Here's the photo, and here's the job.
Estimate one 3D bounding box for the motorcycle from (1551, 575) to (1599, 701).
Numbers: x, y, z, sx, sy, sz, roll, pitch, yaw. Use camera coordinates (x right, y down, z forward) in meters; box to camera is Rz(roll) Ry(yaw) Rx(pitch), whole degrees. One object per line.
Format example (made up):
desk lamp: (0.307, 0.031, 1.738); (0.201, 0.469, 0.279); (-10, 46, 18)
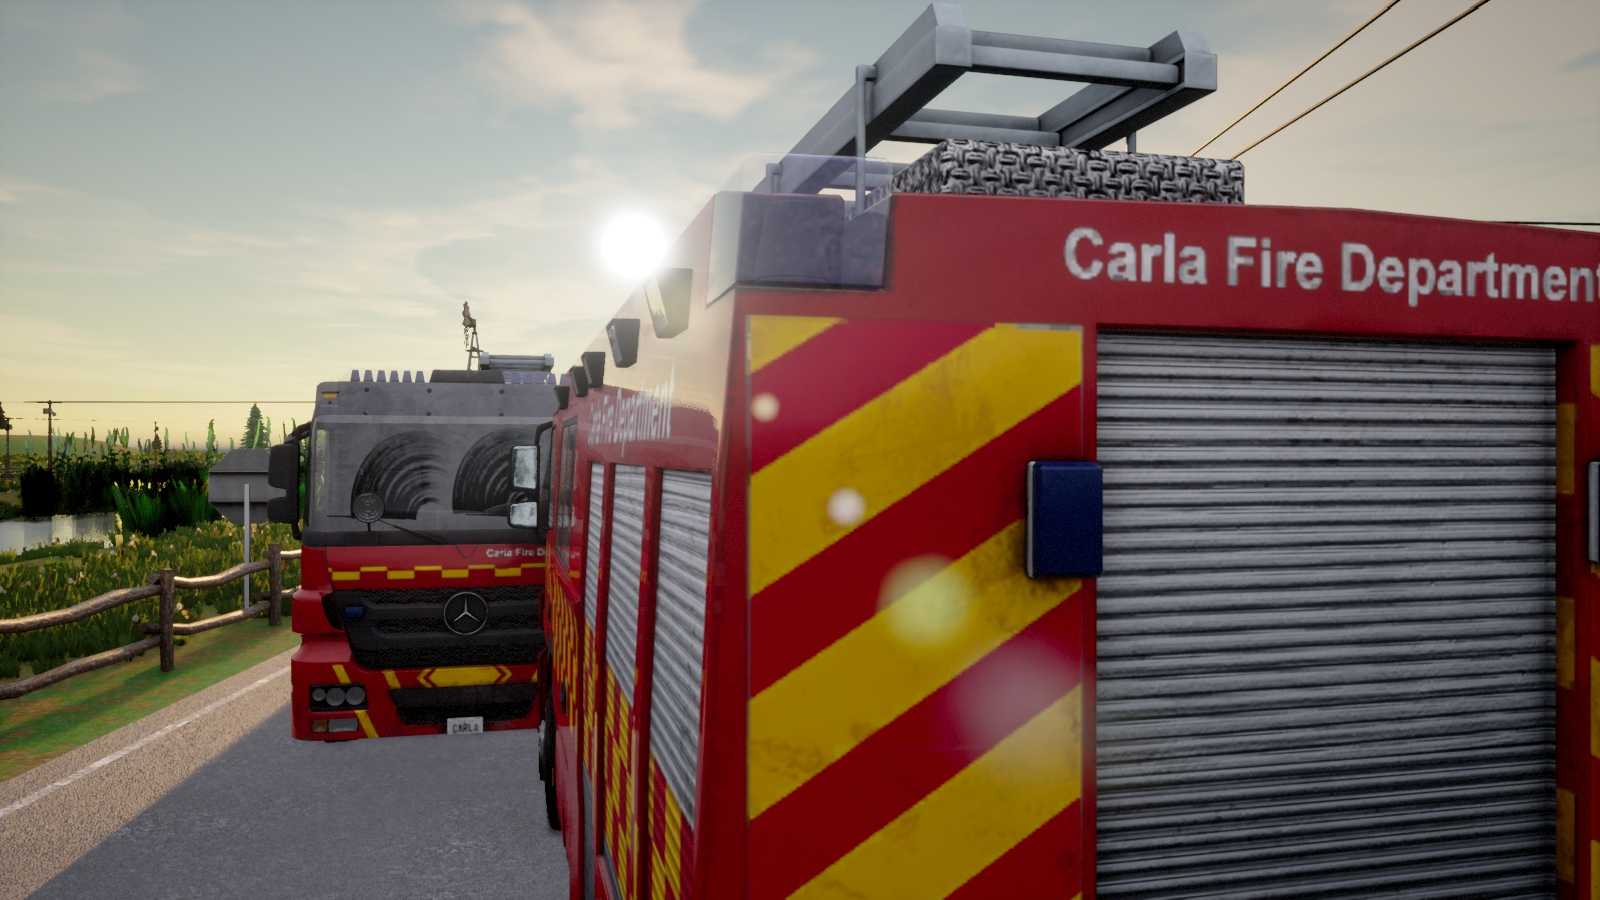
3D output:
motorcycle: (9.787, 2.142, 13.127); (1.805, 1.316, 0.856); (0, 0, -7)

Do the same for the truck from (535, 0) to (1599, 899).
truck: (0.024, 0.867, 6.873); (2.891, 3.827, 8.468); (0, 0, -15)

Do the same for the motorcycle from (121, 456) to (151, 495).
motorcycle: (-41.331, 1.577, 71.182); (0.803, 2.348, 2.033); (0, 0, -4)

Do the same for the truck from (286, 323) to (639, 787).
truck: (-3.910, 0.862, 13.876); (2.891, 3.827, 8.468); (0, 0, -15)
